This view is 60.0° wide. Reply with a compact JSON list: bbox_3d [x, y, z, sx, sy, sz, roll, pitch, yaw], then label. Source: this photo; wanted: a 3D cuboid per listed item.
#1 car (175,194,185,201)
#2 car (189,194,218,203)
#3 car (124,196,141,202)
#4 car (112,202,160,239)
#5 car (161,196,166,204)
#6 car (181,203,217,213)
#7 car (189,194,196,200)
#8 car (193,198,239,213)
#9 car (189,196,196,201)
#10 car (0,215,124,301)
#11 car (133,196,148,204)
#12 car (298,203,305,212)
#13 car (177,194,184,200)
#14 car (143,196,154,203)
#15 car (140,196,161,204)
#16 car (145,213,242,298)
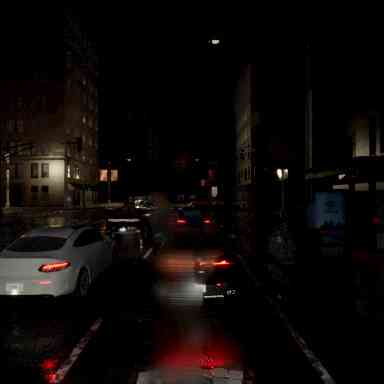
[{"bbox_3d":[-3.151,1.535,82.832,2.128,1.511,4.902,0,0,0],"label":"car"},{"bbox_3d":[1.690,1.447,40.167,4.553,1.767,2.097,0,-1,0],"label":"car"},{"bbox_3d":[-9.772,1.524,53.420,1.837,1.490,4.892,0,0,0],"label":"car"},{"bbox_3d":[-3.131,1.498,17.486,2.128,1.511,4.902,0,0,0],"label":"car"},{"bbox_3d":[-6.488,1.546,61.987,1.812,1.442,4.674,0,0,1],"label":"car"},{"bbox_3d":[0.103,1.532,17.587,1.812,1.442,4.674,0,0,0],"label":"car"},{"bbox_3d":[0.112,1.381,93.246,2.033,1.411,5.357,0,0,0],"label":"car"},{"bbox_3d":[2.795,1.658,36.920,4.718,1.301,1.895,0,-1,0],"label":"car"},{"bbox_3d":[0.100,1.605,83.274,1.895,1.301,4.718,0,0,0],"label":"car"},{"bbox_3d":[-3.146,1.528,8.220,1.812,1.442,4.674,0,0,0],"label":"car"},{"bbox_3d":[-9.722,1.511,63.549,2.128,1.511,4.902,0,0,1],"label":"car"},{"bbox_3d":[14.645,1.445,36.942,4.553,1.767,2.097,0,-1,0],"label":"car"},{"bbox_3d":[-3.138,1.319,93.251,1.882,1.535,5.008,0,0,0],"label":"car"},{"bbox_3d":[-9.662,1.544,73.763,1.812,1.442,4.674,0,0,0],"label":"car"},{"bbox_3d":[-6.527,1.524,52.963,1.837,1.490,4.892,0,0,0],"label":"car"},{"bbox_3d":[0.102,1.508,8.471,1.837,1.490,4.892,0,0,0],"label":"car"}]
